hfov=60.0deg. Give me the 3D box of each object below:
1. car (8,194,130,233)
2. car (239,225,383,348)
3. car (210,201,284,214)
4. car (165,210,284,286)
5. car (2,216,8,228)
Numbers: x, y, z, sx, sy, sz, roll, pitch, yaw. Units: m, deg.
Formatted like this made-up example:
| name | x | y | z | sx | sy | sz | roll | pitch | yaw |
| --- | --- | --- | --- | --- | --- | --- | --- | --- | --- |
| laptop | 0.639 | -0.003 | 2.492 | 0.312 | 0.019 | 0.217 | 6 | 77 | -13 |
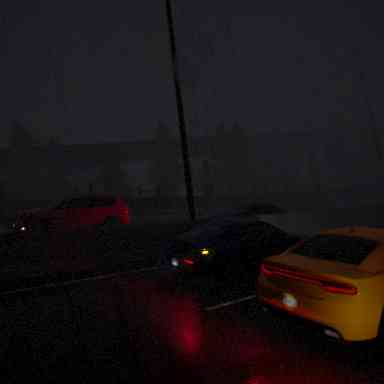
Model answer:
| name | x | y | z | sx | sy | sz | roll | pitch | yaw |
| --- | --- | --- | --- | --- | --- | --- | --- | --- | --- |
| car | -5.927 | 1.154 | 16.880 | 5.566 | 2.045 | 2.150 | -1 | 0 | -35 |
| car | 3.414 | 1.391 | 6.187 | 5.008 | 1.535 | 1.882 | -1 | 0 | -36 |
| car | 3.184 | 1.288 | 19.060 | 5.008 | 1.535 | 1.882 | -1 | 0 | -35 |
| car | 1.475 | 1.437 | 9.102 | 4.674 | 1.442 | 1.812 | -1 | 0 | -36 |
| car | -8.374 | 1.538 | 19.441 | 4.718 | 1.301 | 1.895 | -1 | 1 | -35 |
